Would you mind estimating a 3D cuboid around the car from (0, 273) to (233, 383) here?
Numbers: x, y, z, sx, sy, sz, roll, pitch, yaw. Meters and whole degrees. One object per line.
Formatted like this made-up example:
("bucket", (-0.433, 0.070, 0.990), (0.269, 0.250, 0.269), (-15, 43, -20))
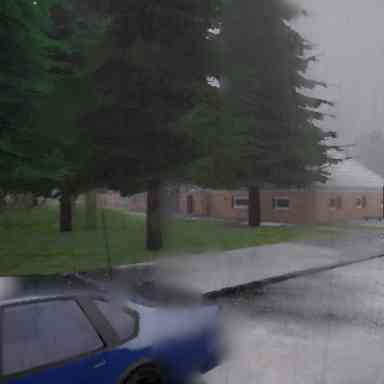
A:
("car", (-2.054, 1.599, 3.087), (5.357, 1.411, 2.033), (0, -1, -37))
